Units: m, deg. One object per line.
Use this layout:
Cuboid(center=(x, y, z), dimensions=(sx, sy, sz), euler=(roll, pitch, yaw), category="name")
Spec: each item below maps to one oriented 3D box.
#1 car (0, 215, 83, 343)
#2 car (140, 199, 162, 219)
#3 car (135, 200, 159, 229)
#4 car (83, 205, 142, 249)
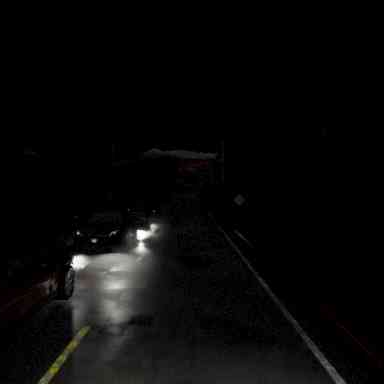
Cuboid(center=(-3.599, 1.349, 5.351), dimensions=(2.097, 1.767, 4.553), euler=(0, 0, 0), category="car")
Cuboid(center=(-3.565, 1.360, 25.545), dimensions=(2.097, 1.767, 4.553), euler=(0, 2, 0), category="car")
Cuboid(center=(-3.503, 1.511, 21.270), dimensions=(1.994, 1.385, 4.181), euler=(0, 3, 0), category="car")
Cuboid(center=(-3.592, 1.519, 14.561), dimensions=(1.812, 1.442, 4.674), euler=(0, 0, 0), category="car")
